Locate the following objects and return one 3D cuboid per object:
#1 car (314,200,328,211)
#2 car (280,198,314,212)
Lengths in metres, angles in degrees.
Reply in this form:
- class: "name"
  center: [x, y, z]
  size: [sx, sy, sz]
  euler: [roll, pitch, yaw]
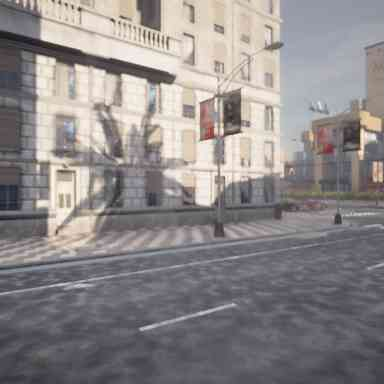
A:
- class: "car"
  center: [14.171, 1.517, 40.288]
  size: [1.994, 1.385, 4.181]
  euler: [0, 0, -36]
- class: "car"
  center: [11.138, 1.463, 38.486]
  size: [1.837, 1.490, 4.892]
  euler: [0, 0, -36]
